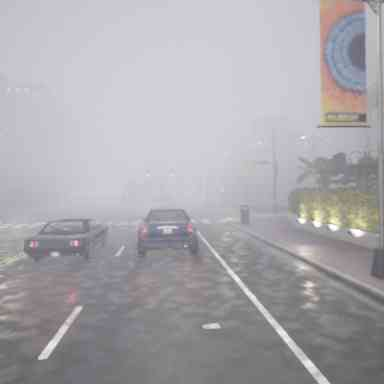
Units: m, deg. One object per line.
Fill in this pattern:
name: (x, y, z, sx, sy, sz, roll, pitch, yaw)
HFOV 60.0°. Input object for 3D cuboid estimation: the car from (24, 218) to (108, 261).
car: (-4.425, 1.640, 12.548, 1.895, 1.301, 4.718, -1, 0, -4)

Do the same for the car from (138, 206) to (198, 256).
car: (-0.982, 1.337, 13.336, 2.097, 1.767, 4.553, -1, 0, -4)
